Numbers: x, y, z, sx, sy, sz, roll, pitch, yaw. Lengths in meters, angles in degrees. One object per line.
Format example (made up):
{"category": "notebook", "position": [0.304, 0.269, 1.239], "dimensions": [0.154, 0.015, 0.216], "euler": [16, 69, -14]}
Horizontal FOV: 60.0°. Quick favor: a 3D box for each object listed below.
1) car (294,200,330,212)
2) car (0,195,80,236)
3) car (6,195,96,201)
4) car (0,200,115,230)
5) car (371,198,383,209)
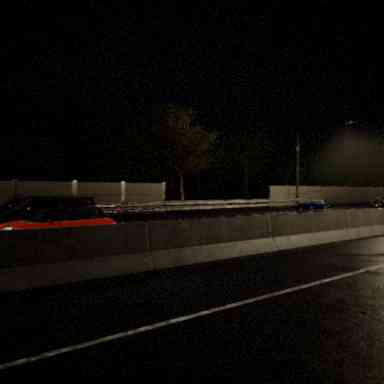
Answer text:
{"category": "car", "position": [14.057, 1.600, 38.897], "dimensions": [4.718, 1.301, 1.895], "euler": [0, 0, -38]}
{"category": "car", "position": [-9.475, 1.222, 18.728], "dimensions": [5.566, 2.045, 2.150], "euler": [0, 0, -35]}
{"category": "car", "position": [-7.191, 1.222, 16.046], "dimensions": [5.566, 2.045, 2.150], "euler": [0, 0, -36]}
{"category": "car", "position": [-5.316, 1.352, 13.096], "dimensions": [4.553, 1.767, 2.097], "euler": [0, 0, -35]}
{"category": "car", "position": [25.411, 1.478, 43.552], "dimensions": [5.008, 1.535, 1.882], "euler": [0, 0, -35]}
